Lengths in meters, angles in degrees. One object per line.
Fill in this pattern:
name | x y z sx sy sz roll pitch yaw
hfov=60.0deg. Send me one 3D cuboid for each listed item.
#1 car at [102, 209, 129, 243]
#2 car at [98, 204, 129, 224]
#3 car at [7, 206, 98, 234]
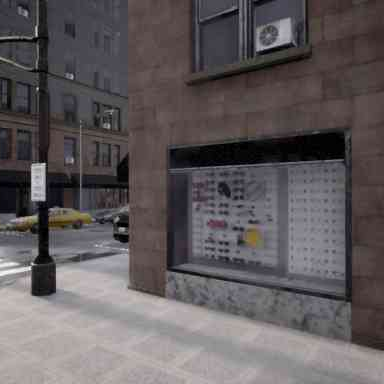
car | -1.633 1.560 15.187 1.947 1.339 4.313 0 0 35
car | -5.021 1.583 24.260 2.008 1.369 4.403 0 0 35
car | -8.261 1.554 19.713 1.752 1.417 4.829 0 0 35
